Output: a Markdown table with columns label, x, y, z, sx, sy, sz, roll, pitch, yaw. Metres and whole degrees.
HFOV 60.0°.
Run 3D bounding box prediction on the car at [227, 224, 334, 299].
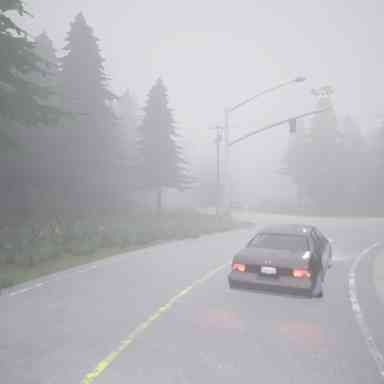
| label | x | y | z | sx | sy | sz | roll | pitch | yaw |
| --- | --- | --- | --- | --- | --- | --- | --- | --- | --- |
| car | 2.536 | 1.546 | 8.645 | 2.033 | 1.411 | 5.357 | 0 | 0 | 25 |

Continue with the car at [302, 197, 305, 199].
| label | x | y | z | sx | sy | sz | roll | pitch | yaw |
| --- | --- | --- | --- | --- | --- | --- | --- | --- | --- |
| car | 25.479 | 1.542 | 70.872 | 4.902 | 1.511 | 2.128 | 0 | 0 | -36 |

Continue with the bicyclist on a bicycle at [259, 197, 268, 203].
| label | x | y | z | sx | sy | sz | roll | pitch | yaw |
| --- | --- | --- | --- | --- | --- | --- | --- | --- | --- |
| bicyclist on a bicycle | 8.680 | 1.475 | 40.159 | 1.656 | 1.620 | 0.582 | 0 | 0 | -1 |

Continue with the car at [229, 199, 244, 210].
| label | x | y | z | sx | sy | sz | roll | pitch | yaw |
| --- | --- | --- | --- | --- | --- | --- | --- | --- | --- |
| car | 5.728 | 1.585 | 43.758 | 1.994 | 1.385 | 4.181 | 0 | 0 | 6 |
